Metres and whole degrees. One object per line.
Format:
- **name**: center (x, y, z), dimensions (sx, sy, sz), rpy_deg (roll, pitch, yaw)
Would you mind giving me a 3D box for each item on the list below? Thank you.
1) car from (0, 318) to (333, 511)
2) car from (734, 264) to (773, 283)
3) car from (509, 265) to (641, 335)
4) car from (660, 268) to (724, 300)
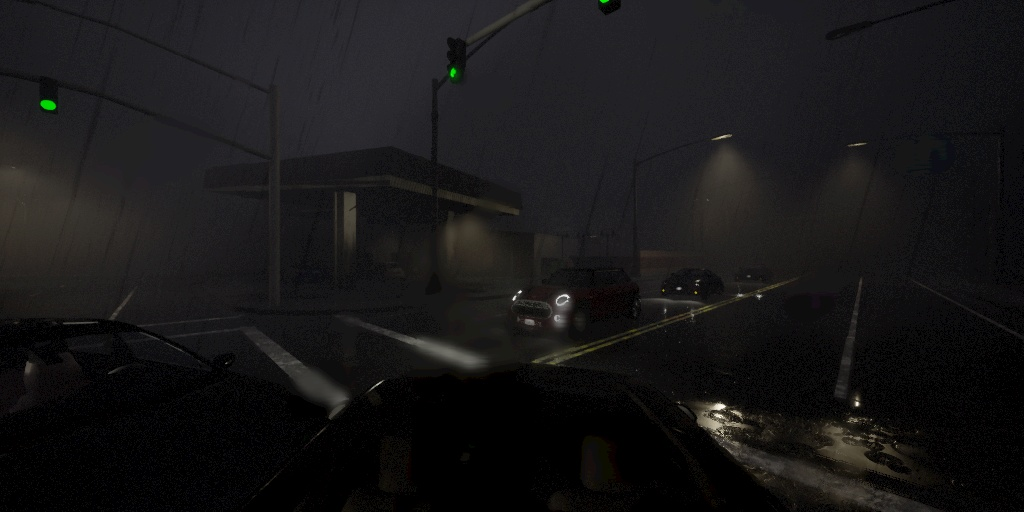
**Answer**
- **car**: center (-3.443, 1.242, 2.419), dimensions (4.902, 1.511, 2.128), rpy_deg (0, 0, 14)
- **car**: center (18.731, 1.314, 27.710), dimensions (1.994, 1.385, 4.181), rpy_deg (0, 0, 44)
- **car**: center (2.023, 1.102, 10.763), dimensions (2.097, 1.767, 4.553), rpy_deg (0, 0, 45)
- **car**: center (9.041, 1.314, 17.891), dimensions (1.994, 1.385, 4.181), rpy_deg (0, 0, 44)
